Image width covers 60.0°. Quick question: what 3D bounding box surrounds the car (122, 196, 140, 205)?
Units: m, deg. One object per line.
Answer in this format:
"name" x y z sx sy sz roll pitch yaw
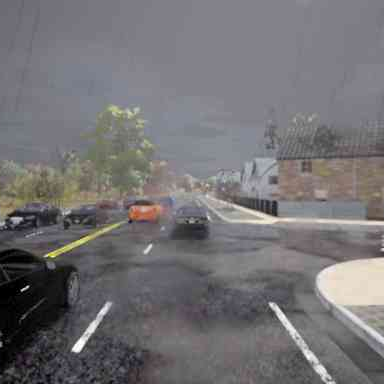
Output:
"car" -10.181 1.397 56.045 2.033 1.411 5.357 0 0 0

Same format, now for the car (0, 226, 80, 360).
"car" -3.179 1.515 4.865 1.812 1.442 4.674 0 0 0

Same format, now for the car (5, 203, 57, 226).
"car" -9.979 1.444 21.297 2.128 1.511 4.902 0 0 0

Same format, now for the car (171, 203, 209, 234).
"car" -0.012 1.501 18.676 2.033 1.411 5.357 0 0 0

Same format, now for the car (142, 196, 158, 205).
"car" -6.933 1.397 55.765 2.033 1.411 5.357 0 0 0

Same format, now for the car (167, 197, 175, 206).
"car" -3.450 1.360 45.289 1.882 1.535 5.008 0 0 0

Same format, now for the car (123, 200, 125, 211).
"car" -6.854 1.502 39.479 1.895 1.301 4.718 0 0 0

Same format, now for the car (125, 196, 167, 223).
"car" -3.304 1.291 24.682 2.097 1.767 4.553 0 0 0

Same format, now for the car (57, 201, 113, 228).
"car" -6.730 1.514 21.464 1.994 1.385 4.181 0 0 0

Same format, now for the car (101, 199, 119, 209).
"car" -10.104 1.502 39.901 1.895 1.301 4.718 0 0 0
